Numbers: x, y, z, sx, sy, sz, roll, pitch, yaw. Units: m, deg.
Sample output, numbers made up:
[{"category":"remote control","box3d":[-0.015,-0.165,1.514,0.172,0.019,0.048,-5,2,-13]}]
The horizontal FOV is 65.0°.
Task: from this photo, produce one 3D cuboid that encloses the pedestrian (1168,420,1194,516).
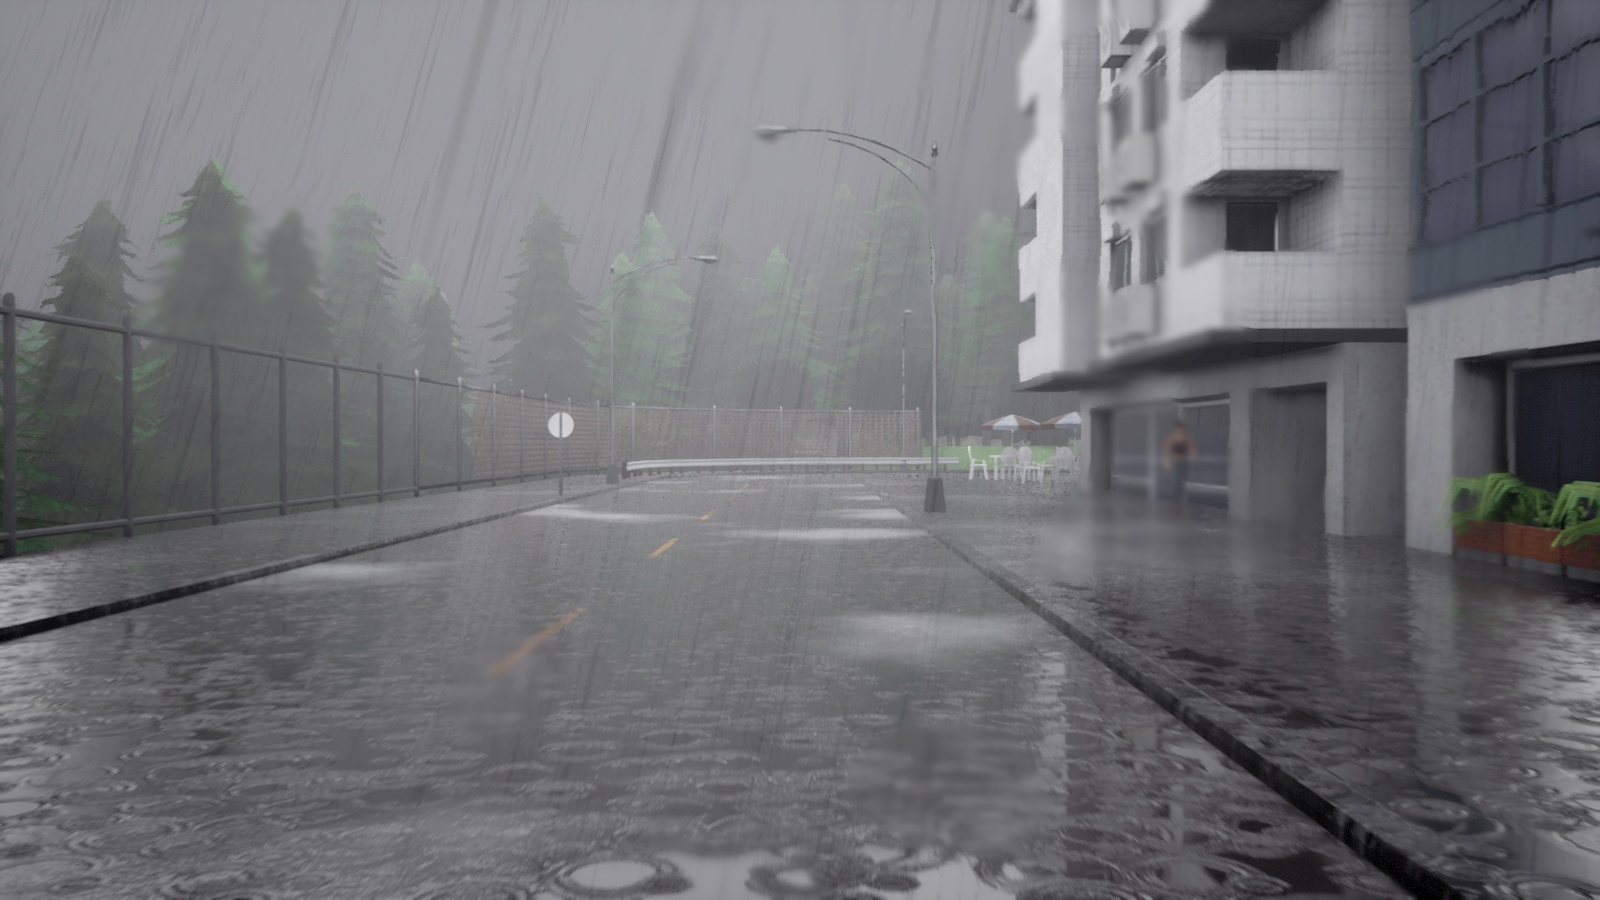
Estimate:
[{"category":"pedestrian","box3d":[7.399,0.345,24.374,0.345,1.836,0.594,0,0,3]}]
